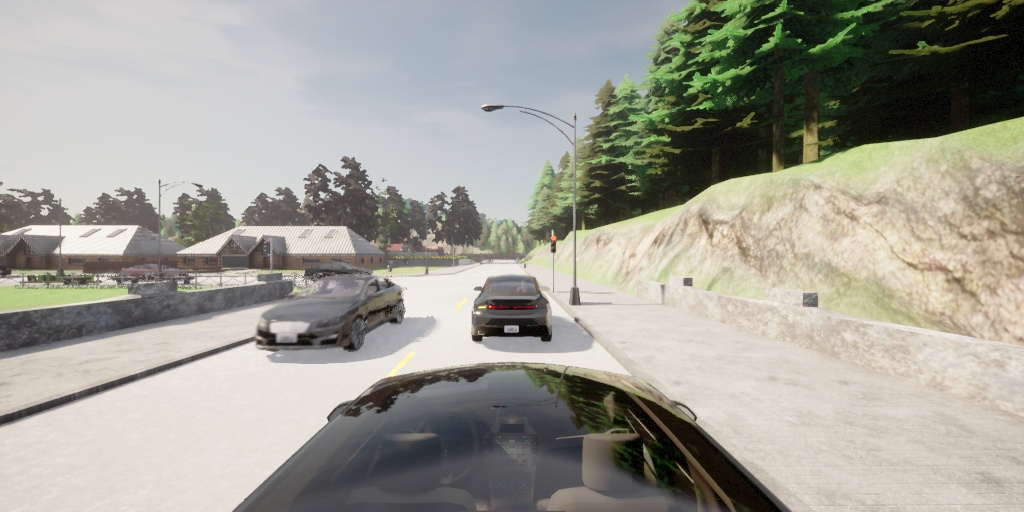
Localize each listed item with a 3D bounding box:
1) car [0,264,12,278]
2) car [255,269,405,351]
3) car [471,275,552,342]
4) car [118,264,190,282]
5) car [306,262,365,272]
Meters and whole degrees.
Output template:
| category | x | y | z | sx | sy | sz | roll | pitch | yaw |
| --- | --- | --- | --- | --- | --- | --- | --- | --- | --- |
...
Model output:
| category | x | y | z | sx | sy | sz | roll | pitch | yaw |
| --- | --- | --- | --- | --- | --- | --- | --- | --- | --- |
| car | -48.130 | 1.227 | 32.051 | 5.008 | 1.535 | 1.882 | 0 | 0 | 0 |
| car | -4.143 | 1.241 | 9.033 | 2.128 | 1.511 | 4.902 | 0 | 0 | 0 |
| car | -0.009 | 1.255 | 9.792 | 1.837 | 1.490 | 4.892 | 0 | 0 | 0 |
| car | -27.961 | 1.313 | 28.082 | 4.181 | 1.385 | 1.994 | 0 | 0 | 0 |
| car | -13.517 | 1.228 | 28.178 | 5.008 | 1.535 | 1.882 | 0 | 0 | 0 |
